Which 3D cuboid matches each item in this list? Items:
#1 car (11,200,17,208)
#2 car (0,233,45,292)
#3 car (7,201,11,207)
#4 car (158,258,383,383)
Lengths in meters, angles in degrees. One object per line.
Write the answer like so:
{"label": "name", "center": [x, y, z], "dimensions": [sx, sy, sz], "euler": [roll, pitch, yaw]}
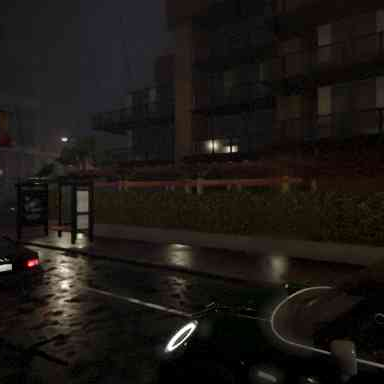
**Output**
{"label": "car", "center": [-22.065, 1.497, 46.547], "dimensions": [1.837, 1.490, 4.892], "euler": [0, 0, 36]}
{"label": "car", "center": [-5.735, 1.546, 8.039], "dimensions": [5.357, 1.411, 2.033], "euler": [0, 0, 36]}
{"label": "car", "center": [-24.563, 1.469, 49.090], "dimensions": [1.882, 1.535, 5.008], "euler": [0, 0, 35]}
{"label": "car", "center": [1.882, 1.352, 2.662], "dimensions": [4.553, 1.767, 2.097], "euler": [0, 0, 35]}
